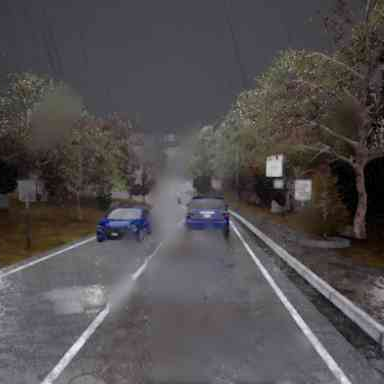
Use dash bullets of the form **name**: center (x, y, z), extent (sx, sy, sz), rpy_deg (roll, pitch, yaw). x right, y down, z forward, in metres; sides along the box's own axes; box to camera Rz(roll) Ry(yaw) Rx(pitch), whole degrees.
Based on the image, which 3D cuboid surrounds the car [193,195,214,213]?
- **car**: center (1.165, 1.274, 36.214), extent (2.097, 1.767, 4.553), rpy_deg (0, 0, -1)

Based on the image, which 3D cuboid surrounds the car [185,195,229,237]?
- **car**: center (0.835, 1.193, 18.046), extent (2.150, 2.045, 5.566), rpy_deg (0, 0, 3)

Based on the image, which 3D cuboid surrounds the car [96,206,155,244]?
- **car**: center (-3.001, 1.429, 15.870), extent (1.882, 1.535, 5.008), rpy_deg (0, 0, 3)
